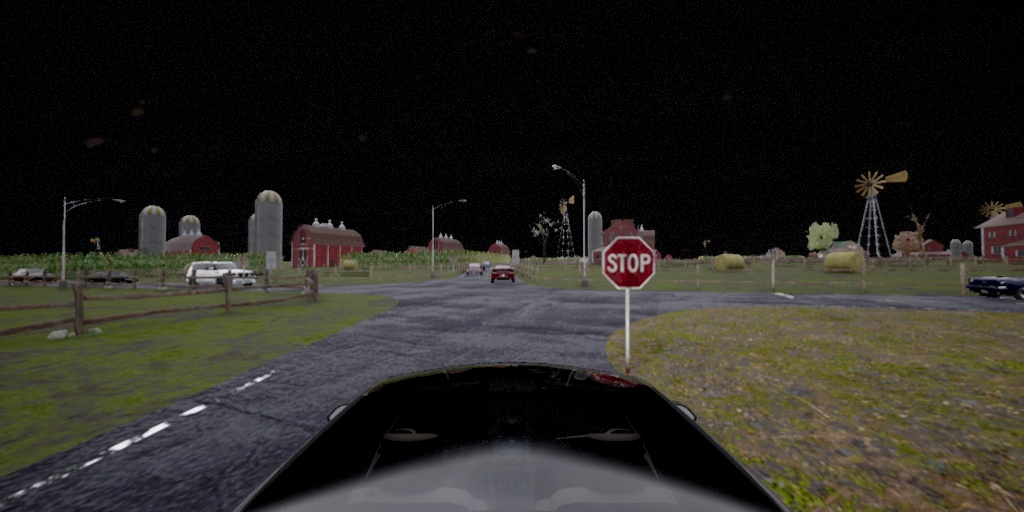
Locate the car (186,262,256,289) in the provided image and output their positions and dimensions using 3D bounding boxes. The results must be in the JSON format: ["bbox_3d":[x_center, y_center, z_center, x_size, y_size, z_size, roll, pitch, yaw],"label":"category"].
[{"bbox_3d":[-22.449,1.441,27.654,5.566,2.045,2.150,-1,-1,21],"label":"car"}]

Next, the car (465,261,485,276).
[{"bbox_3d":[-4.363,1.549,42.008,1.812,1.442,4.674,0,0,-3],"label":"car"}]

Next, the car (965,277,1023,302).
[{"bbox_3d":[21.432,1.108,13.917,4.718,1.301,1.895,-1,-1,21],"label":"car"}]

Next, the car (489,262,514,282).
[{"bbox_3d":[-0.843,1.422,31.240,1.882,1.535,5.008,0,0,-3],"label":"car"}]

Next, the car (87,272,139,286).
[{"bbox_3d":[-36.892,2.093,33.205,4.718,1.301,1.895,-1,-1,21],"label":"car"}]

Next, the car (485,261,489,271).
[{"bbox_3d":[-4.969,1.732,55.945,1.895,1.301,4.718,0,0,-1],"label":"car"}]
